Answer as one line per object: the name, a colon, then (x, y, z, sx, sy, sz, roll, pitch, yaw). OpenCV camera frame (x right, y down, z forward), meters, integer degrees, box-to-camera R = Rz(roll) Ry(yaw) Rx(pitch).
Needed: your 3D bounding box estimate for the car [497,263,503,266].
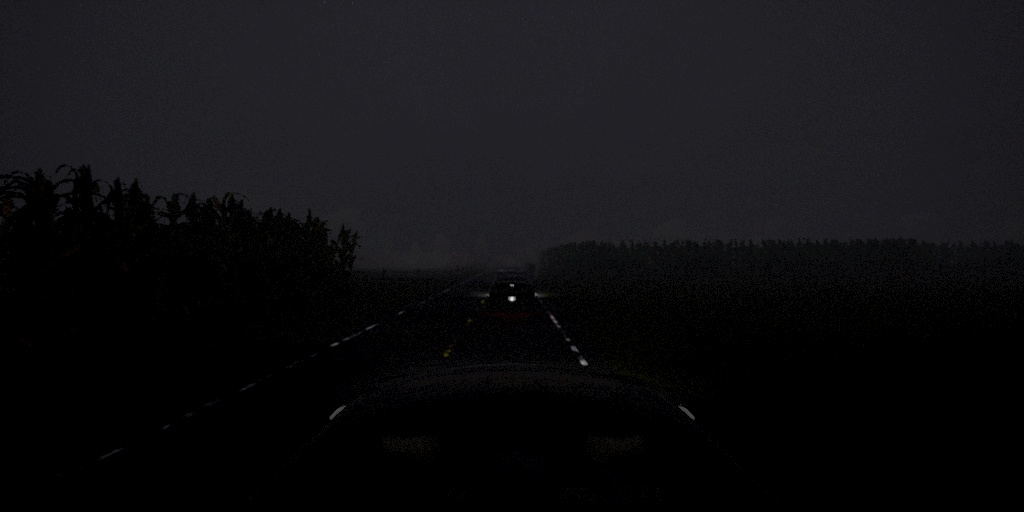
car: (0.006, 1.567, 30.832, 2.033, 1.411, 5.357, 0, 0, 0)

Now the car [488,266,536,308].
car: (0.006, 1.391, 16.154, 1.837, 1.490, 4.892, 0, 0, 0)
